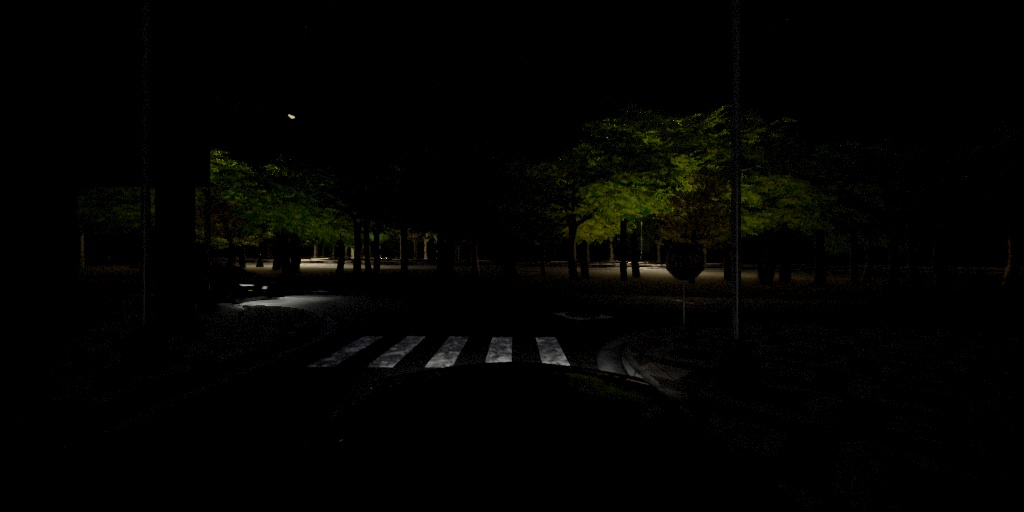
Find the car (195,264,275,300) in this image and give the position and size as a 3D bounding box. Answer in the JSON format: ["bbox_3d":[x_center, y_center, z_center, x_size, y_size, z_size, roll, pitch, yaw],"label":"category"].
[{"bbox_3d":[-13.327,1.138,16.307,4.892,1.490,1.837,1,0,11],"label":"car"}]
